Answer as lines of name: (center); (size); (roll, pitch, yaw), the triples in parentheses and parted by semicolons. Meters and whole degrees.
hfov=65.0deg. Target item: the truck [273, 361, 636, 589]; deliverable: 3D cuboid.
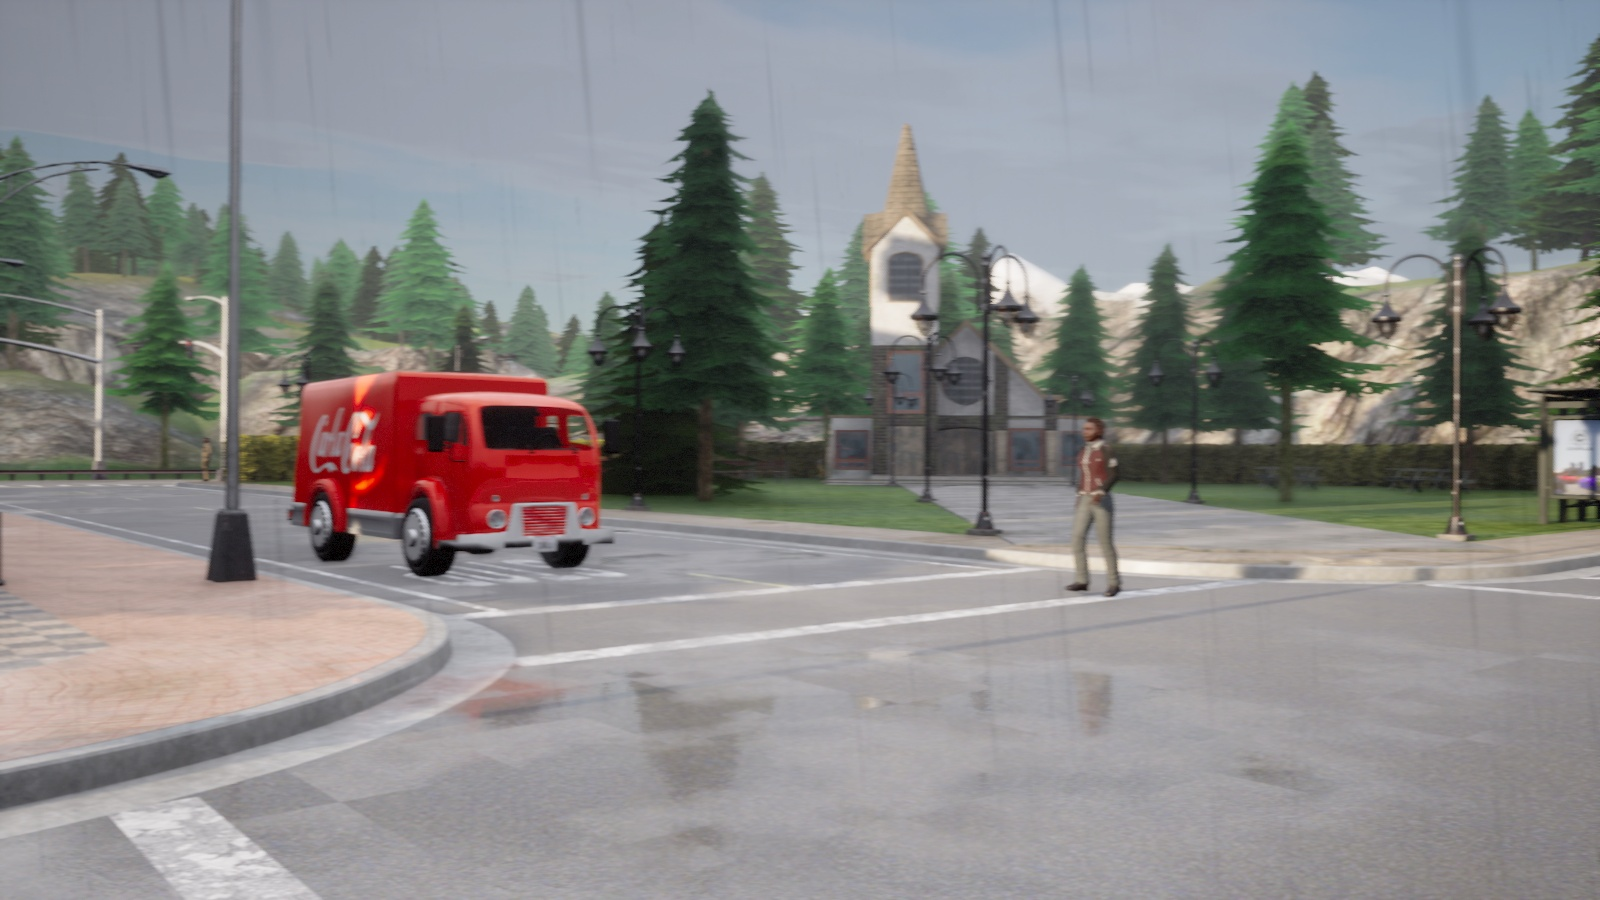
truck: (-4.689, 0.278, 16.451); (2.627, 2.467, 5.204); (0, 0, -40)

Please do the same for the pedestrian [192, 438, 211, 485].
pedestrian: (-24.610, 0.467, 51.632); (0.692, 1.930, 0.396); (0, 0, -28)

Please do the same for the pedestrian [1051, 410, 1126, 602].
pedestrian: (2.981, 0.562, 12.981); (0.666, 1.930, 0.402); (0, 0, -33)
